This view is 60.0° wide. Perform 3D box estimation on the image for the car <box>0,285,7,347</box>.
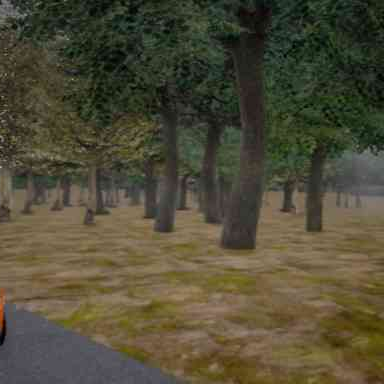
[{"bbox_3d":[-4.746,1.386,5.055,4.553,1.767,2.097,0,0,39],"label":"car"}]
